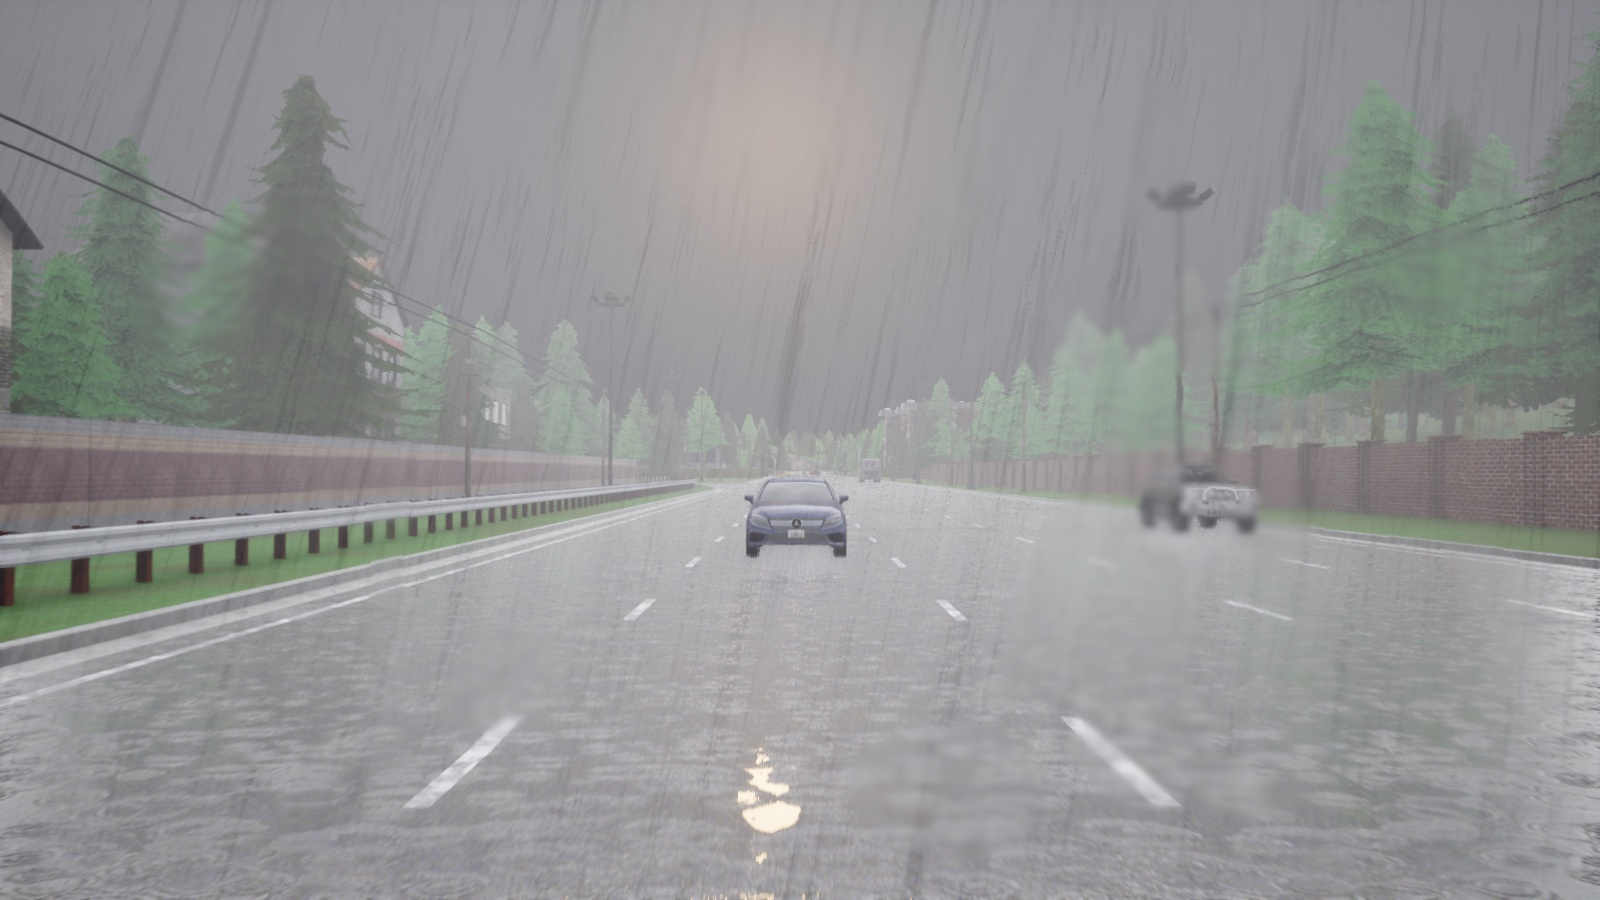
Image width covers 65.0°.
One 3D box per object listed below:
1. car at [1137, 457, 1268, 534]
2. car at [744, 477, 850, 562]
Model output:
[{"bbox_3d":[10.420,1.140,32.880,1.932,1.855,4.605,0,-1,0],"label":"car"},{"bbox_3d":[-0.058,1.243,24.059,1.812,1.442,4.674,0,-1,0],"label":"car"}]
